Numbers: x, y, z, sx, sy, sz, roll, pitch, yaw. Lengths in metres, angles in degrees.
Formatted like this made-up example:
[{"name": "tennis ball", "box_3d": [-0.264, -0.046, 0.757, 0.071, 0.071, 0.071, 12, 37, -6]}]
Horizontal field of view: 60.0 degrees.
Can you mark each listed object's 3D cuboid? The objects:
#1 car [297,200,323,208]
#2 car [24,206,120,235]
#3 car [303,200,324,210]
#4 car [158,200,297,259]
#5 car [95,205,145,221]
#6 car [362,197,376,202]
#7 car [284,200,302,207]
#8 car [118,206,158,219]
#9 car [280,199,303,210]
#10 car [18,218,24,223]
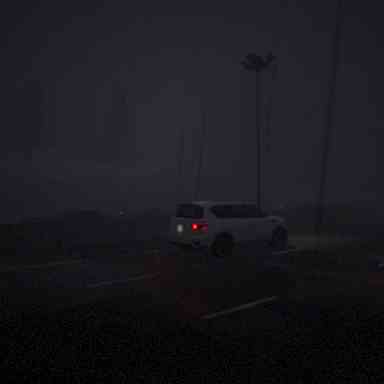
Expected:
[{"name": "car", "box_3d": [14.060, 1.860, 40.583, 1.882, 1.535, 5.008, -1, -1, 41]}, {"name": "car", "box_3d": [-7.276, 1.822, 20.451, 4.892, 1.490, 1.837, 0, -1, -38]}, {"name": "car", "box_3d": [19.253, 2.049, 52.643, 1.994, 1.385, 4.181, -1, -1, 38]}, {"name": "car", "box_3d": [1.648, 1.379, 13.663, 5.566, 2.045, 2.150, 0, -1, -39]}, {"name": "car", "box_3d": [-7.297, 2.084, 33.964, 4.718, 1.301, 1.895, 0, -1, -41]}, {"name": "car", "box_3d": [37.629, 1.881, 70.683, 2.097, 1.767, 4.553, -1, -1, 38]}, {"name": "car", "box_3d": [19.547, 2.183, 64.482, 1.994, 1.385, 4.181, -1, -1, 38]}, {"name": "car", "box_3d": [-4.559, 2.033, 31.712, 4.718, 1.301, 1.895, 0, -1, -42]}, {"name": "car", "box_3d": [16.449, 2.012, 54.716, 1.882, 1.535, 5.008, -1, -1, 38]}, {"name": "car", "box_3d": [-9.423, 1.970, 23.191, 4.718, 1.301, 1.895, 0, -1, -38]}]
